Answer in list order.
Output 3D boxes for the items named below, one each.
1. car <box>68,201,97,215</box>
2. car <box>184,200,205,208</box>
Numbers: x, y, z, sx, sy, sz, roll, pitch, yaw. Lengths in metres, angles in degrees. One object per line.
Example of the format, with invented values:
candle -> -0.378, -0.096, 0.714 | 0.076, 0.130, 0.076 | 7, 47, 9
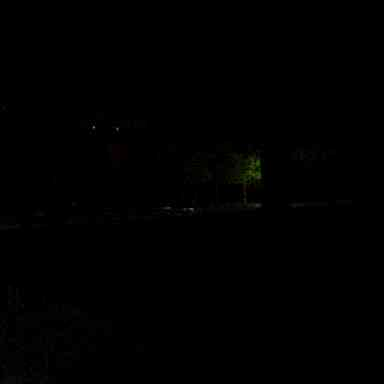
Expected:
car -> -13.265, 1.807, 38.549 | 1.812, 1.442, 4.674 | -1, -1, 36
car -> 0.468, 2.035, 57.473 | 1.812, 1.442, 4.674 | -1, -1, 36
